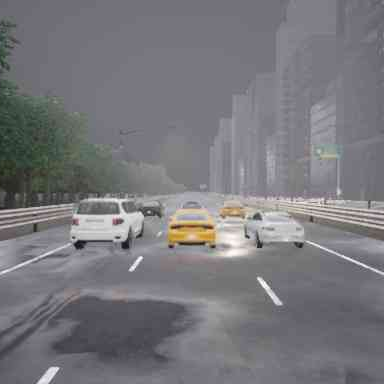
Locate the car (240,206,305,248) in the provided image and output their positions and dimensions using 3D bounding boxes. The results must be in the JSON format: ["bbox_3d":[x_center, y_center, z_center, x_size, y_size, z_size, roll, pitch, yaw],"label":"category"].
[{"bbox_3d":[3.500,1.539,14.651,1.812,1.442,4.674,0,0,0],"label":"car"}]

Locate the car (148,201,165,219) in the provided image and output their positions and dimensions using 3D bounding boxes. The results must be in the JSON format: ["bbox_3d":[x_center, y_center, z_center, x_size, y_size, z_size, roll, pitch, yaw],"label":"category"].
[{"bbox_3d":[-3.500,1.511,29.652,1.882,1.535,5.008,0,0,0],"label":"car"}]

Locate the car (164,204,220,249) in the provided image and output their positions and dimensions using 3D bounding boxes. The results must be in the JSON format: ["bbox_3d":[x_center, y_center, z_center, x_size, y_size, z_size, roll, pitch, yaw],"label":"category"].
[{"bbox_3d":[0.000,1.491,14.651,1.882,1.535,5.008,0,0,0],"label":"car"}]

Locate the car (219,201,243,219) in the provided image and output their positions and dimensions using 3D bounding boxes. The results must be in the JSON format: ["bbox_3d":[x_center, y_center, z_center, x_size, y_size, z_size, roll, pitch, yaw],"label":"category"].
[{"bbox_3d":[3.501,1.512,29.652,1.882,1.535,5.008,0,0,0],"label":"car"}]

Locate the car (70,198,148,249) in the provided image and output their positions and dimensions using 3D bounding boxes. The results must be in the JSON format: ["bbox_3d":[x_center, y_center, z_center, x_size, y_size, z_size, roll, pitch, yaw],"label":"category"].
[{"bbox_3d":[-3.499,1.264,14.681,2.150,2.045,5.566,0,0,0],"label":"car"}]

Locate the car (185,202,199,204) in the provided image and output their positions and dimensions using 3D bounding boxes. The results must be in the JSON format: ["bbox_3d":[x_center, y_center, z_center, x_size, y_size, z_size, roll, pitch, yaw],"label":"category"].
[{"bbox_3d":[0.000,1.590,29.652,2.033,1.411,5.357,0,0,0],"label":"car"}]
